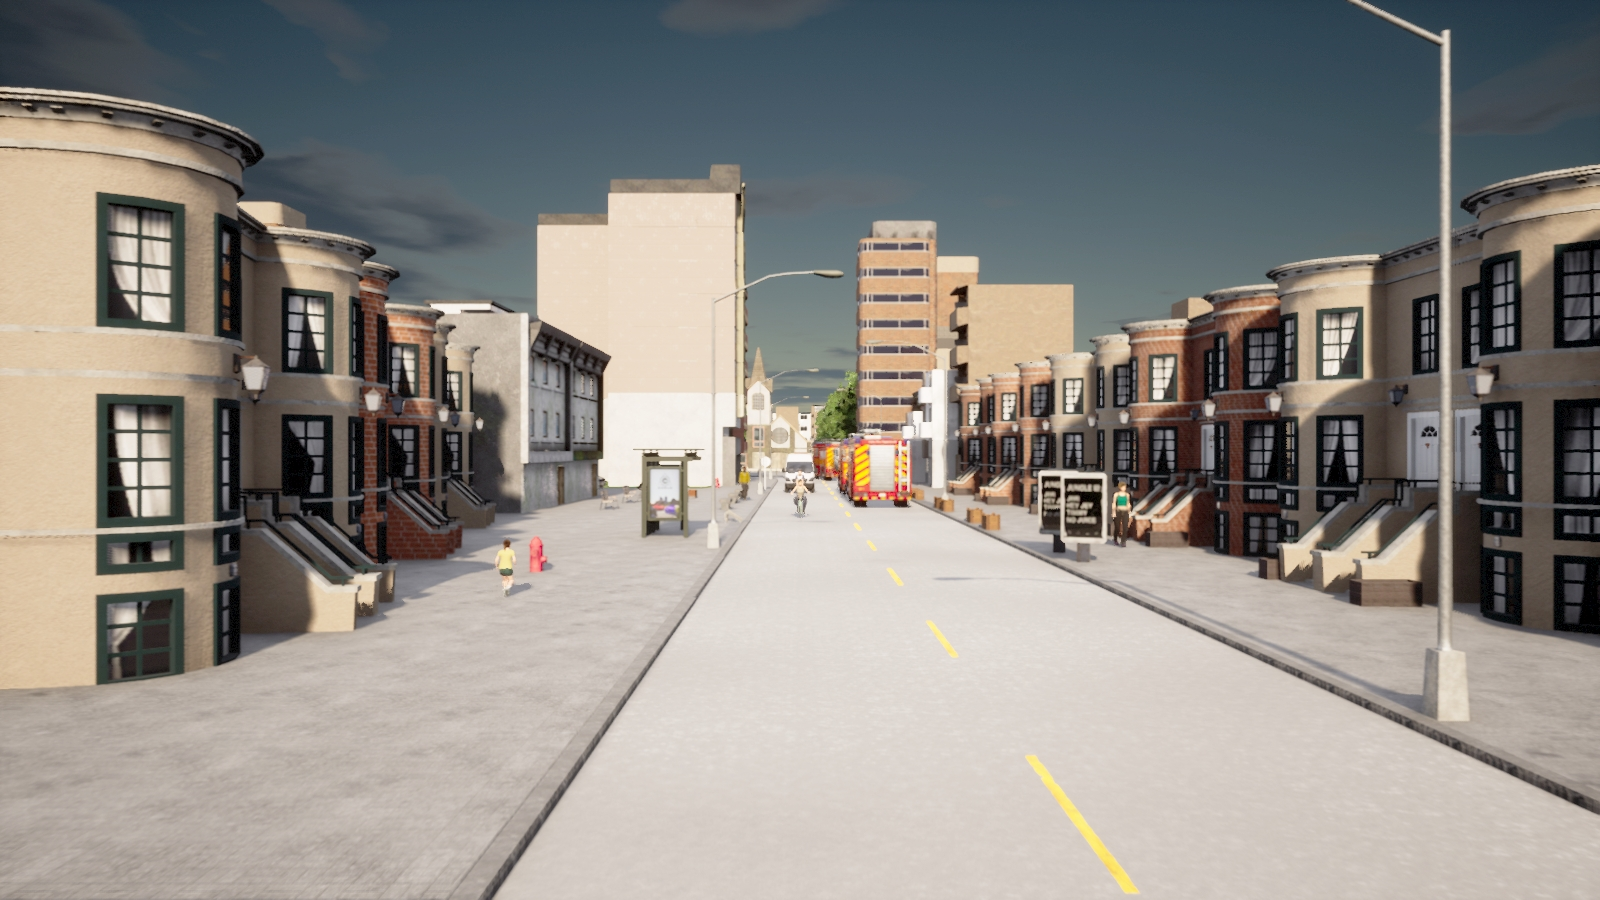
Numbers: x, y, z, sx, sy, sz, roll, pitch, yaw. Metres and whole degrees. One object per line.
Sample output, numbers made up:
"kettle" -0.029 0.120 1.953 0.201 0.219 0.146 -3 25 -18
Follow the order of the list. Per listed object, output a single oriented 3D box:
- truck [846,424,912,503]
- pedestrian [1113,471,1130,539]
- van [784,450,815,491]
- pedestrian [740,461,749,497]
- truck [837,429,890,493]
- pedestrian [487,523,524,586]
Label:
"truck" 4.002 0.670 59.637 2.891 3.827 8.468 0 0 0
"pedestrian" 8.855 1.523 31.511 0.375 1.860 0.375 0 0 2
"van" -0.019 1.314 75.671 1.988 2.561 5.915 0 0 0
"pedestrian" -2.889 1.523 59.895 0.375 1.860 0.375 0 0 -20
"truck" 3.982 0.670 73.215 2.891 3.827 8.468 0 0 0
"pedestrian" -5.410 1.905 20.978 0.500 1.100 0.500 0 0 8
